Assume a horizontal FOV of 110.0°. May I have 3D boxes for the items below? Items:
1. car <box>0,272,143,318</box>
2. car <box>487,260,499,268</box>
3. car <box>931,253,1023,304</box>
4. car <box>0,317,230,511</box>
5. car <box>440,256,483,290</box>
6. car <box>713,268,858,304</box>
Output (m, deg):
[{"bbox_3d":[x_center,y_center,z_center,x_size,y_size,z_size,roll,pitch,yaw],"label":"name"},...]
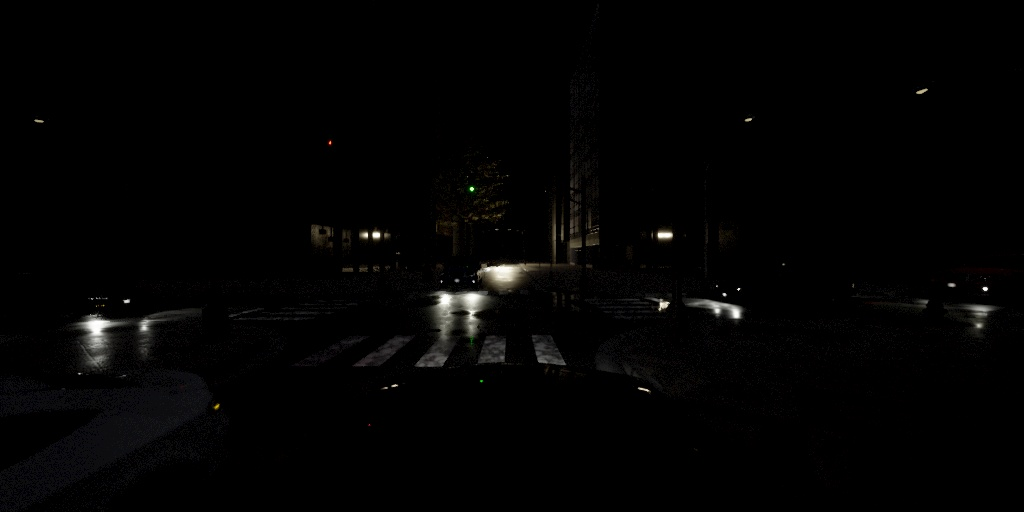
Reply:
[{"bbox_3d":[-15.493,1.297,12.154,4.892,1.490,1.837,0,0,0],"label":"car"},{"bbox_3d":[-3.258,1.357,60.819,1.895,1.301,4.718,0,0,0],"label":"car"},{"bbox_3d":[21.763,0.895,15.502,5.566,2.045,2.150,0,0,0],"label":"car"},{"bbox_3d":[-2.994,1.278,0.796,1.812,1.442,4.674,0,0,0],"label":"car"},{"bbox_3d":[-3.091,1.006,22.822,2.150,2.045,5.566,0,0,0],"label":"car"},{"bbox_3d":[11.717,1.249,15.477,5.357,1.411,2.033,0,0,-4],"label":"car"}]
